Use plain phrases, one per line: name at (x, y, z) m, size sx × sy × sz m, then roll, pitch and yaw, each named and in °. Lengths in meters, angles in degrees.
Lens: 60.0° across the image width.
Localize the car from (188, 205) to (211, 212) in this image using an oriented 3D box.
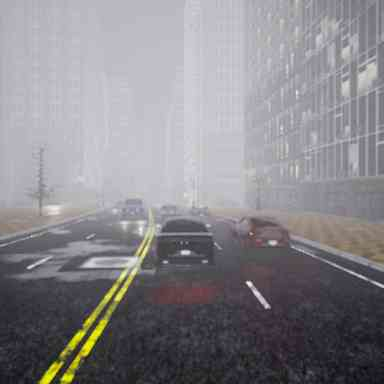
car at (0.693, 2.000, 35.112) m, size 1.895 × 1.301 × 4.718 m, roll 0°, pitch -1°, yaw -7°

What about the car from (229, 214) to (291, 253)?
car at (2.814, 1.690, 14.390) m, size 1.812 × 1.442 × 4.674 m, roll 0°, pitch 0°, yaw -3°

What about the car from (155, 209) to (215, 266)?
car at (-0.310, 1.621, 12.142) m, size 1.882 × 1.535 × 5.008 m, roll 0°, pitch 0°, yaw -3°

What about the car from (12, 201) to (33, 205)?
car at (-36.245, 2.278, 71.403) m, size 4.206 × 1.307 × 1.802 m, roll 0°, pitch 0°, yaw -7°

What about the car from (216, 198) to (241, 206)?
car at (8.052, 2.355, 76.725) m, size 5.009 × 1.841 × 2.192 m, roll 0°, pitch 0°, yaw -7°

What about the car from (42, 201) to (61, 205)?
car at (-30.595, 2.306, 72.033) m, size 4.313 × 1.339 × 1.947 m, roll 0°, pitch 0°, yaw -7°

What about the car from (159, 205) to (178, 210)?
car at (-2.130, 1.915, 31.680) m, size 2.033 × 1.411 × 5.357 m, roll 0°, pitch -1°, yaw -7°

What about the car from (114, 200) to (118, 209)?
car at (-12.248, 2.143, 57.043) m, size 1.882 × 1.535 × 5.008 m, roll 0°, pitch 0°, yaw -7°

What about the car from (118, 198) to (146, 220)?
car at (-5.820, 1.617, 33.392) m, size 2.150 × 2.045 × 5.566 m, roll 0°, pitch -1°, yaw -8°

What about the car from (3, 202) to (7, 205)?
car at (-41.898, 2.217, 70.814) m, size 4.313 × 1.339 × 1.947 m, roll 0°, pitch 0°, yaw -7°

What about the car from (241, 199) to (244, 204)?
car at (12.500, 2.566, 85.686) m, size 4.829 × 1.417 × 1.752 m, roll 0°, pitch 0°, yaw -7°
